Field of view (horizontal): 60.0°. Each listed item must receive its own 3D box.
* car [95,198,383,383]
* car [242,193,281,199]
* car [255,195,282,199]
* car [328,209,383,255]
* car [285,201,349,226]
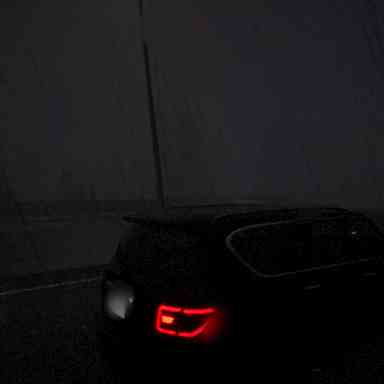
[{"bbox_3d":[1.467,1.198,4.794,5.566,2.045,2.150,0,0,-35],"label":"car"},{"bbox_3d":[5.855,1.083,29.541,5.566,2.045,2.150,0,0,-36],"label":"car"},{"bbox_3d":[7.841,1.212,26.659,5.357,1.411,2.033,0,0,-35],"label":"car"},{"bbox_3d":[7.618,1.477,13.480,4.181,1.385,1.994,0,0,-35],"label":"car"},{"bbox_3d":[8.683,1.399,22.980,4.674,1.442,1.812,0,0,-35],"label":"car"}]
